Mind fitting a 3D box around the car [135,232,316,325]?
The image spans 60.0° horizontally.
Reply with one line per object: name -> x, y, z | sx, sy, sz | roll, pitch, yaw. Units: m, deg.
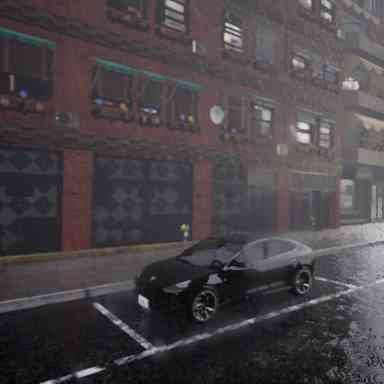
car -> 0.914, 1.593, 7.198 | 4.313, 1.339, 1.947 | 0, 1, -35
